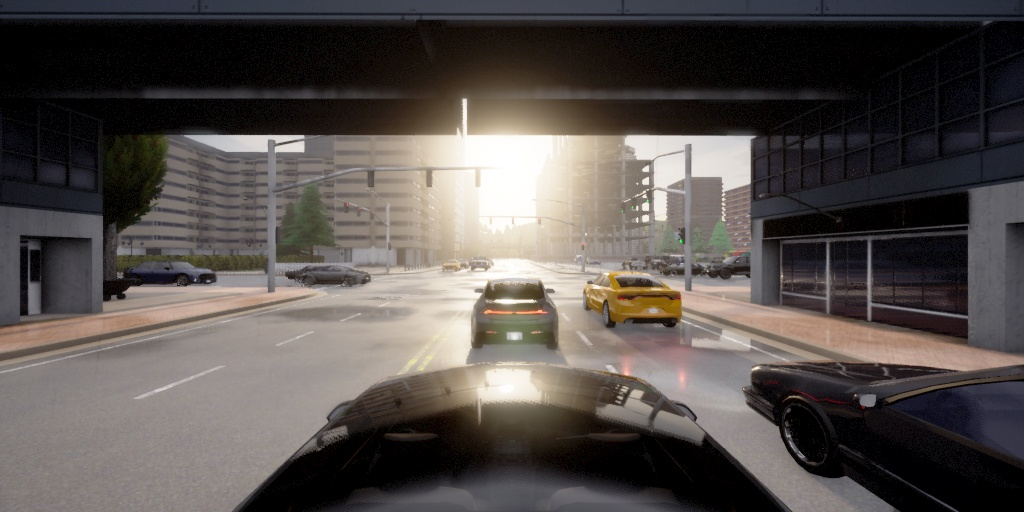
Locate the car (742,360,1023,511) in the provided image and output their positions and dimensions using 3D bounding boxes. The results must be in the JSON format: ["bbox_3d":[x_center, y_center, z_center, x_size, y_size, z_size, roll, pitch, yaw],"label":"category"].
[{"bbox_3d":[3.600,1.297,1.687,2.033,1.411,5.357,0,0,0],"label":"car"}]

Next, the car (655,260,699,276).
[{"bbox_3d":[16.892,1.351,34.914,4.718,1.301,1.895,0,0,0],"label":"car"}]

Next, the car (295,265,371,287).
[{"bbox_3d":[-11.704,1.314,24.037,4.181,1.385,1.994,0,0,-1],"label":"car"}]

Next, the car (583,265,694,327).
[{"bbox_3d":[3.578,1.228,11.513,1.882,1.535,5.008,0,0,0],"label":"car"}]

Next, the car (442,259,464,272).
[{"bbox_3d":[-7.990,1.228,47.676,1.882,1.535,5.008,0,0,0],"label":"car"}]

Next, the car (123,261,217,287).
[{"bbox_3d":[-22.528,1.102,23.942,4.553,1.767,2.097,0,0,0],"label":"car"}]

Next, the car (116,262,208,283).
[{"bbox_3d":[-26.642,1.242,27.425,4.902,1.511,2.128,0,0,0],"label":"car"}]

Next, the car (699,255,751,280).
[{"bbox_3d":[19.904,0.971,31.375,5.566,2.045,2.150,0,0,1],"label":"car"}]

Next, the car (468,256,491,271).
[{"bbox_3d":[-4.506,0.971,50.558,2.150,2.045,5.566,0,0,0],"label":"car"}]

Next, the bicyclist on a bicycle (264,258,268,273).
[{"bbox_3d":[-25.995,1.051,38.409,0.582,1.620,1.656,0,0,0],"label":"bicyclist on a bicycle"}]

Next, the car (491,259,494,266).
[{"bbox_3d":[-4.550,1.241,60.299,2.128,1.511,4.902,0,0,0],"label":"car"}]

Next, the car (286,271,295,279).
[{"bbox_3d":[-14.529,1.351,27.630,4.718,1.301,1.895,0,0,-2],"label":"car"}]

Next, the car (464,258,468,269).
[{"bbox_3d":[-8.041,1.228,57.249,1.882,1.535,5.008,0,0,0],"label":"car"}]

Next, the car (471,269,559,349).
[{"bbox_3d":[0.066,1.255,9.143,1.837,1.490,4.892,0,0,0],"label":"car"}]
